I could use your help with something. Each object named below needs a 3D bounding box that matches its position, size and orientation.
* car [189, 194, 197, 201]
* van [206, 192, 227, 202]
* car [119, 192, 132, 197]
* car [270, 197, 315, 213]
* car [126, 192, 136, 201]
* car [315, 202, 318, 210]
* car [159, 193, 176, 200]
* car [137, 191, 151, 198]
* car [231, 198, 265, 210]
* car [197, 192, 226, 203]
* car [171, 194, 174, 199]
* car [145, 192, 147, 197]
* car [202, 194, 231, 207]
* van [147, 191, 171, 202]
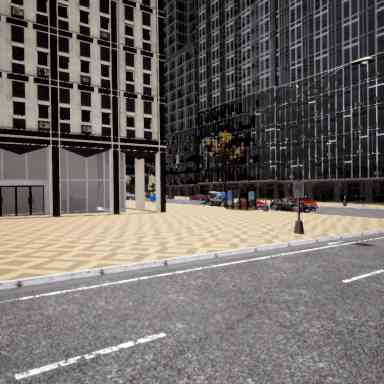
[{"bbox_3d":[1.052,1.043,63.129,1.802,1.307,4.206,0,1,-35],"label":"car"},{"bbox_3d":[4.279,0.855,58.448,1.690,1.788,3.998,0,1,-35],"label":"van"},{"bbox_3d":[-18.313,0.689,91.198,2.008,1.369,4.403,0,1,-35],"label":"car"},{"bbox_3d":[10.185,1.424,34.907,1.947,1.339,4.313,0,1,-35],"label":"car"},{"bbox_3d":[-12.301,1.040,67.728,2.008,1.369,4.403,0,1,-35],"label":"car"},{"bbox_3d":[11.733,1.281,37.438,1.882,1.535,5.008,-1,1,-35],"label":"car"},{"bbox_3d":[-5.403,0.936,72.486,1.802,1.307,4.206,0,1,-35],"label":"car"},{"bbox_3d":[-11.859,0.686,81.840,1.967,1.590,4.097,0,1,-35],"label":"car"},{"bbox_3d":[6.971,1.388,39.597,1.802,1.307,4.206,0,1,-35],"label":"car"},{"bbox_3d":[3.256,1.175,49.740,1.837,1.490,4.892,-1,1,-34],"label":"car"},{"bbox_3d":[-5.333,0.640,62.339,1.837,1.490,4.892,-1,1,-35],"label":"car"},{"bbox_3d":[-8.631,0.615,77.161,2.192,1.841,5.009,0,1,-35],"label":"car"},{"bbox_3d":[3.792,1.320,44.308,1.947,1.339,4.313,0,1,-35],"label":"car"},{"bbox_3d":[-5.846,0.937,58.369,1.690,1.788,3.998,0,1,-35],"label":"van"}]
